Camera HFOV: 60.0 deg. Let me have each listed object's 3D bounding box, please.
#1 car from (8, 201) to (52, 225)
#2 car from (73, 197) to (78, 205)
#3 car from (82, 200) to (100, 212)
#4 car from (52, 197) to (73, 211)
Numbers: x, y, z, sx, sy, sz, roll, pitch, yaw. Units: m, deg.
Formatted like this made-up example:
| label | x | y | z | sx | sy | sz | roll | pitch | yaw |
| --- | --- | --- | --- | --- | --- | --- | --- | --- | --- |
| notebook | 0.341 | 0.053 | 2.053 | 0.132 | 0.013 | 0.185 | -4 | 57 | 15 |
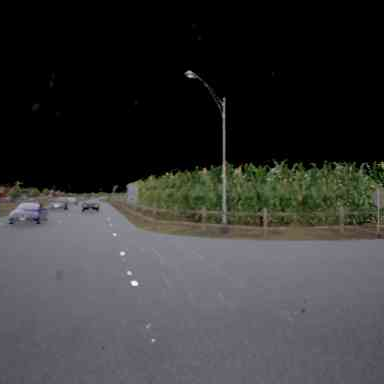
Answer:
| label | x | y | z | sx | sy | sz | roll | pitch | yaw |
| --- | --- | --- | --- | --- | --- | --- | --- | --- | --- |
| car | -11.114 | 1.415 | 22.849 | 1.812 | 1.442 | 4.674 | 1 | 0 | -16 |
| car | -21.177 | 1.656 | 58.969 | 1.812 | 1.442 | 4.674 | 1 | -1 | -16 |
| car | -11.859 | 1.615 | 39.138 | 1.895 | 1.301 | 4.718 | 1 | -1 | -16 |
| car | -15.920 | 1.454 | 39.975 | 2.128 | 1.511 | 4.902 | 1 | -1 | -16 |
